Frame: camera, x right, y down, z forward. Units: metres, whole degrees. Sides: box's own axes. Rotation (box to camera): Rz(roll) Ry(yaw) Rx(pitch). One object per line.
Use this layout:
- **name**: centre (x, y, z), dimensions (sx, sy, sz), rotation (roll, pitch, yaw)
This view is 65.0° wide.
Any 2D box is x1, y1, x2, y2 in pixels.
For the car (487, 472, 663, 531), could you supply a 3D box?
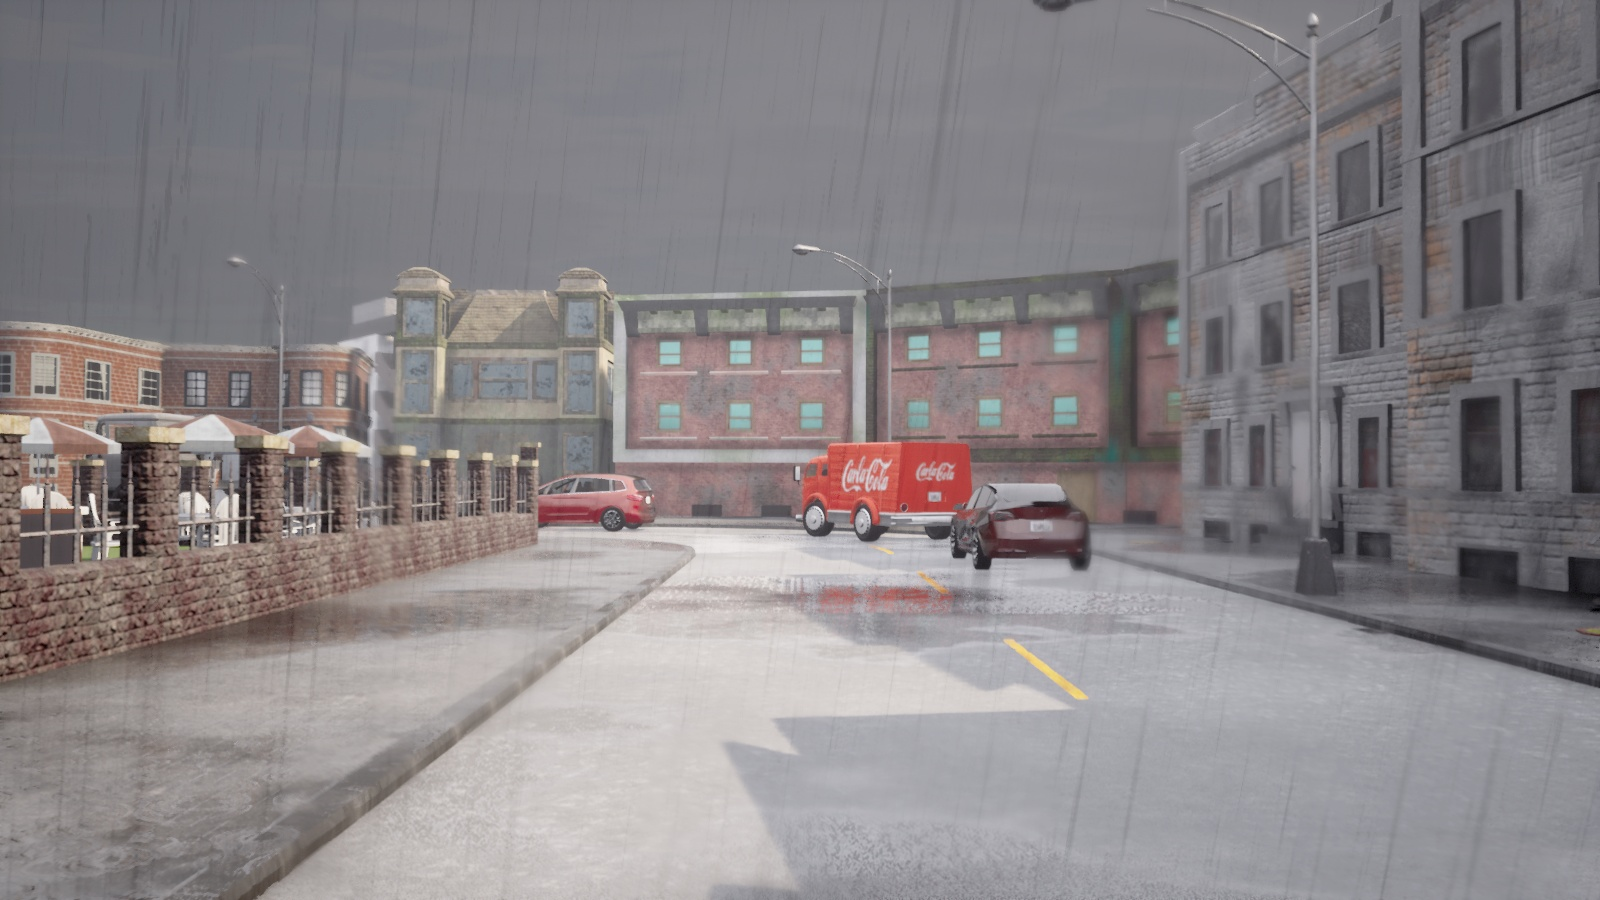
- **car**: centre (-6.570, 1.493, 36.919), dimensions (4.611, 1.667, 2.242), rotation (0, -1, 9)

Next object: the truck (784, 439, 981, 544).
- **truck**: centre (2.005, 1.032, 32.423), dimensions (2.627, 2.467, 5.204), rotation (0, -1, -30)

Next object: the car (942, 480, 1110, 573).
- **car**: centre (3.943, 1.300, 22.834), dimensions (2.163, 1.488, 4.792), rotation (0, -1, 0)

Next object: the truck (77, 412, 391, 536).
- **truck**: centre (-16.516, 0.709, 37.085), dimensions (7.936, 3.462, 2.891), rotation (0, -1, -1)
